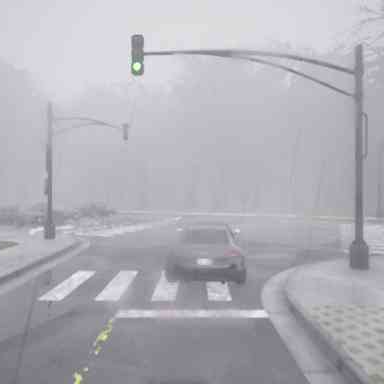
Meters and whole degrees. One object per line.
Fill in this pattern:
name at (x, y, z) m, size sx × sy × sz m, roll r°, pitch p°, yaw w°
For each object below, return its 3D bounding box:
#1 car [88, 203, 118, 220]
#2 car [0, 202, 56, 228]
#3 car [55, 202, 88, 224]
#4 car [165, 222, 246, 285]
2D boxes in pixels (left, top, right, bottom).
car at (-8.626, 1.561, 27.731) m, size 4.718 × 1.301 × 1.895 m, roll 0°, pitch 0°, yaw 21°
car at (-11.246, 1.513, 21.381) m, size 4.181 × 1.385 × 1.994 m, roll 0°, pitch 0°, yaw 23°
car at (-10.303, 1.480, 24.511) m, size 4.674 × 1.442 × 1.812 m, roll 0°, pitch 0°, yaw 23°
car at (0.452, 1.545, 9.507) m, size 1.994 × 1.385 × 4.181 m, roll 0°, pitch 0°, yaw 5°
